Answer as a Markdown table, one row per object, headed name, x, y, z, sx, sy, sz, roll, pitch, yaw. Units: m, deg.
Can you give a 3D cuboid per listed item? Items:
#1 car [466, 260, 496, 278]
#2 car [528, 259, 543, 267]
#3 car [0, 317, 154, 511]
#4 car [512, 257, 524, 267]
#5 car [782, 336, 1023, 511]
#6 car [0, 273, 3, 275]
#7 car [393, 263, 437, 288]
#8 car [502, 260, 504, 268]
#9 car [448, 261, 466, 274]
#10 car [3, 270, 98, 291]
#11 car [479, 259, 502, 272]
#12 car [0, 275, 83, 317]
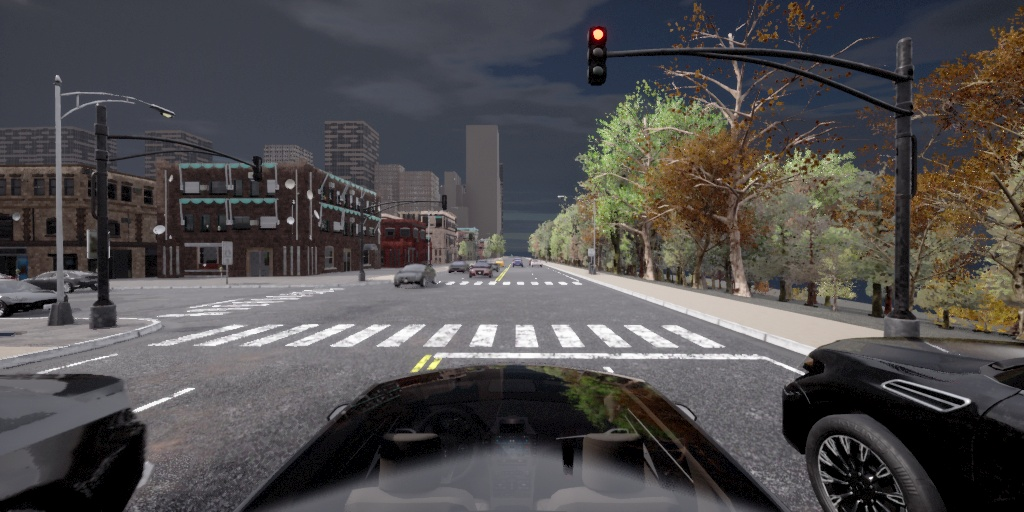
| name | x | y | z | sx | sy | sz | roll | pitch | yaw |
| --- | --- | --- | --- | --- | --- | --- | --- | --- | --- |
| car | -2.828 | 1.304 | 33.669 | 1.994 | 1.385 | 4.181 | 0 | 0 | 1 |
| car | 4.386 | 1.327 | 64.080 | 1.895 | 1.301 | 4.718 | 0 | 0 | 1 |
| car | -3.388 | 1.242 | 0.324 | 2.128 | 1.511 | 4.902 | 0 | 0 | 1 |
| car | 1.026 | 1.252 | 63.751 | 1.812 | 1.442 | 4.674 | 0 | 0 | 1 |
| car | 3.321 | 0.972 | 0.625 | 2.150 | 2.045 | 5.566 | 0 | 0 | 1 |
| car | -33.486 | 1.654 | 22.424 | 4.207 | 1.307 | 1.802 | 0 | 0 | 1 |
| car | -6.247 | 1.251 | 23.618 | 1.837 | 1.490 | 4.892 | 0 | -1 | 1 |
| car | -2.350 | 1.206 | 60.210 | 1.882 | 1.535 | 5.008 | 0 | 0 | 1 |
| car | -5.959 | 1.284 | 40.801 | 2.033 | 1.411 | 5.357 | 0 | 0 | 1 |
| car | -27.951 | 1.560 | 22.324 | 4.403 | 1.370 | 2.007 | 0 | 0 | 1 |
| car | -2.640 | 1.299 | 44.245 | 1.994 | 1.385 | 4.181 | 0 | 0 | 2 |
| car | -19.762 | 1.565 | 13.673 | 4.313 | 1.339 | 1.948 | 0 | 0 | 1 |
